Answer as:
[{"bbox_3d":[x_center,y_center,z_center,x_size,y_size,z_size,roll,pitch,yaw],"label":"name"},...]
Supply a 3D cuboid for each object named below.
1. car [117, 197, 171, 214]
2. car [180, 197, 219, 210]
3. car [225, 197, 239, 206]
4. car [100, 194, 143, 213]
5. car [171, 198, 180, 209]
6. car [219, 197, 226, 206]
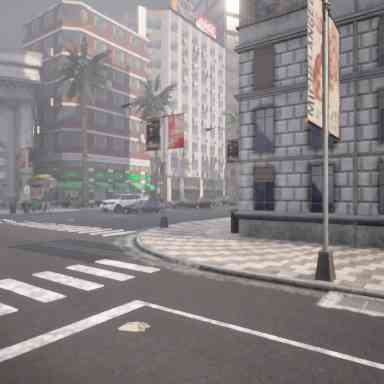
[{"bbox_3d":[-5.056,1.545,35.651,2.033,1.411,5.357,0,0,36],"label":"car"},{"bbox_3d":[1.003,1.475,43.755,1.882,1.535,5.008,0,0,38],"label":"car"},{"bbox_3d":[7.656,1.562,51.435,4.181,1.385,1.994,0,0,-43],"label":"car"},{"bbox_3d":[-7.771,1.219,37.844,2.150,2.045,5.566,0,0,36],"label":"car"},{"bbox_3d":[-1.771,1.523,45.847,1.812,1.442,4.674,0,0,37],"label":"car"},{"bbox_3d":[4.881,1.489,53.605,4.902,1.511,2.128,0,0,-44],"label":"car"}]
